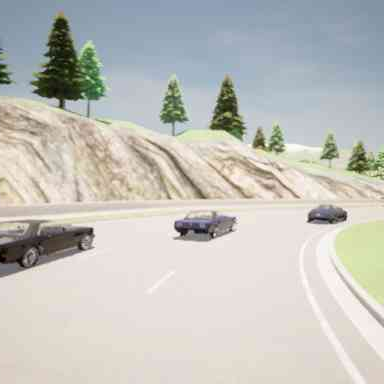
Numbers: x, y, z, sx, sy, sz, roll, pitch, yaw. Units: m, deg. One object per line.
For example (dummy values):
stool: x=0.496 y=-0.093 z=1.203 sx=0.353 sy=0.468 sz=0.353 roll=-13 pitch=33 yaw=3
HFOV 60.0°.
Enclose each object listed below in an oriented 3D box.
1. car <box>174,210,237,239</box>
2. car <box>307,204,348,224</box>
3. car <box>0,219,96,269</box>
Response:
car: x=0.891 y=1.603 z=17.677 sx=1.895 sy=1.301 sz=4.718 roll=1 pitch=0 yaw=25
car: x=10.710 y=1.663 z=26.154 sx=1.994 sy=1.385 sz=4.181 roll=1 pitch=0 yaw=42
car: x=-5.170 y=1.544 z=11.092 sx=1.895 sy=1.301 sz=4.718 roll=1 pitch=0 yaw=14
